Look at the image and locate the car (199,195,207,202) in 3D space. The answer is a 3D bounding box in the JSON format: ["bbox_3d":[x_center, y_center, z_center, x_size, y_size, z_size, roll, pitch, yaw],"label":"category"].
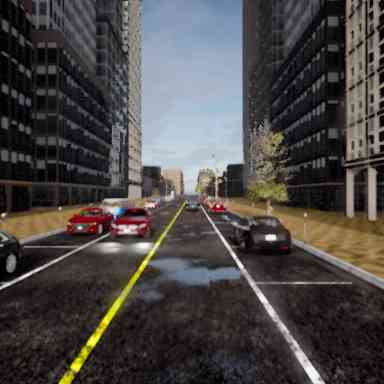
[{"bbox_3d":[2.697,1.589,81.731,1.967,1.590,4.097,0,0,0],"label":"car"}]

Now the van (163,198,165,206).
[{"bbox_3d":[-5.684,1.444,53.287,1.690,1.788,3.998,0,0,0],"label":"van"}]

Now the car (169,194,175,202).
[{"bbox_3d":[-5.684,1.673,81.576,1.752,1.417,4.829,0,0,0],"label":"car"}]

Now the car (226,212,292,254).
[{"bbox_3d":[2.693,1.596,13.428,1.947,1.339,4.313,0,0,0],"label":"car"}]

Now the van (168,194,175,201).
[{"bbox_3d":[-5.683,1.506,93.132,1.690,1.788,3.998,0,0,0],"label":"van"}]

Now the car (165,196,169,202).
[{"bbox_3d":[-5.685,1.679,58.979,1.947,1.339,4.313,0,0,0],"label":"car"}]

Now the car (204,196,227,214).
[{"bbox_3d":[2.695,1.515,36.195,1.967,1.590,4.097,0,0,0],"label":"car"}]

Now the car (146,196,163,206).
[{"bbox_3d":[-5.685,1.534,47.594,1.967,1.590,4.097,0,0,0],"label":"car"}]

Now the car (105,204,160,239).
[{"bbox_3d":[-3.002,1.568,17.757,1.812,1.442,4.674,0,0,0],"label":"car"}]

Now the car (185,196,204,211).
[{"bbox_3d":[0.101,1.576,42.311,2.128,1.511,4.902,0,0,0],"label":"car"}]

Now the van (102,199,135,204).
[{"bbox_3d":[-5.686,1.394,24.826,1.690,1.788,3.998,0,0,0],"label":"van"}]

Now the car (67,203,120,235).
[{"bbox_3d":[-5.687,1.586,19.133,1.887,1.381,4.507,0,0,0],"label":"car"}]

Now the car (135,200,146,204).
[{"bbox_3d":[-5.687,1.646,30.518,1.802,1.307,4.206,0,0,0],"label":"car"}]

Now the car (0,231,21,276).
[{"bbox_3d":[-5.688,1.568,7.749,2.008,1.369,4.403,0,0,0],"label":"car"}]

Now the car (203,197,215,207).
[{"bbox_3d":[2.695,1.629,53.441,1.752,1.417,4.829,0,0,0],"label":"car"}]
